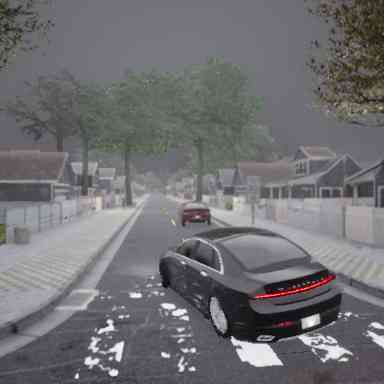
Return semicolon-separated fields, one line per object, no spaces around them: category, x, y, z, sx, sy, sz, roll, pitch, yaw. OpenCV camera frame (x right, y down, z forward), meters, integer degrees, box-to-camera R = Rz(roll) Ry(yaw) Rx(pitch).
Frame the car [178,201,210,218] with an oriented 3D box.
car;0.082;1.396;23.026;1.882;1.535;5.008;0;0;-6

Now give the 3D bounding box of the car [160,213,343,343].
car;0.695;1.486;6.709;1.837;1.490;4.892;-7;3;-21
